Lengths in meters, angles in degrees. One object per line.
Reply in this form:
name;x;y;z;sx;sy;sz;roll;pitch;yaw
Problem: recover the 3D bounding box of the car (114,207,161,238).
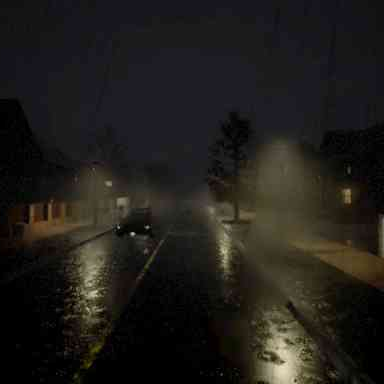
car;-2.735;1.551;18.016;2.033;1.411;5.357;0;0;0
